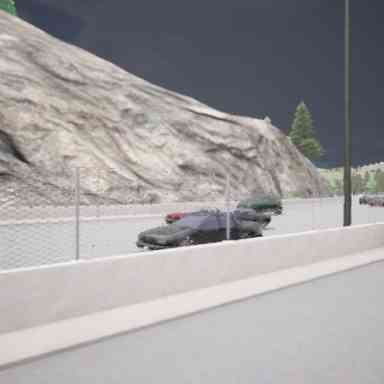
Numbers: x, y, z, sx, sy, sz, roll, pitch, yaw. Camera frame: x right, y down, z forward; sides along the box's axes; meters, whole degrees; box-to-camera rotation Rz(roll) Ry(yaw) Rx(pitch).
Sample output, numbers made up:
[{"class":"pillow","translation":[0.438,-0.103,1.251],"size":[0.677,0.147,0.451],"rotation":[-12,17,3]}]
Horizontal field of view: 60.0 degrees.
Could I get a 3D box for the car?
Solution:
[{"class":"car","translation":[0.503,1.566,13.246],"size":[5.357,1.411,2.033],"rotation":[0,0,-38]}]
